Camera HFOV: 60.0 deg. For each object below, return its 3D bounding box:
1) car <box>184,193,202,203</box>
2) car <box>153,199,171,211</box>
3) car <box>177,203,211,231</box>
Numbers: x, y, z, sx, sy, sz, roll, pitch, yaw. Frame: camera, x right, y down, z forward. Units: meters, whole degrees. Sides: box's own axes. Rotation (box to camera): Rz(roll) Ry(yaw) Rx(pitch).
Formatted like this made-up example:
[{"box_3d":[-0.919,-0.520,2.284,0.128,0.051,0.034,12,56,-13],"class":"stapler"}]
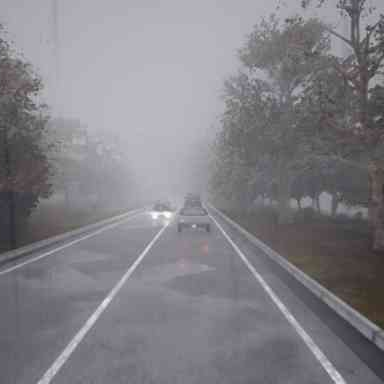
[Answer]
[{"box_3d":[0.116,1.156,43.383,2.150,2.045,5.566,0,0,0],"class":"car"},{"box_3d":[-3.579,1.547,40.145,1.895,1.301,4.718,0,0,0],"class":"car"},{"box_3d":[0.108,1.583,20.364,1.895,1.301,4.718,0,0,0],"class":"car"}]
